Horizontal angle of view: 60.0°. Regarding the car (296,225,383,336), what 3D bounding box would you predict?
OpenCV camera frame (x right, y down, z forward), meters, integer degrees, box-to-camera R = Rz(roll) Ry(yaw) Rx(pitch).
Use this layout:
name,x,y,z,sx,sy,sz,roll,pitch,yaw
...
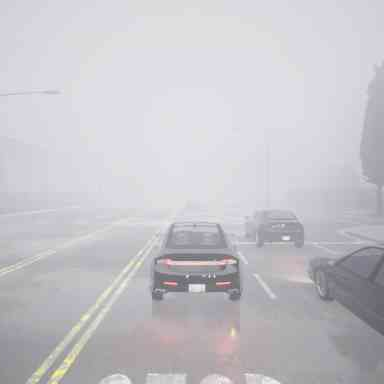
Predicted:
name,x,y,z,sx,sy,sz,roll,pitch,yaw
car,3.588,1.547,5.288,2.033,1.411,5.357,0,0,0

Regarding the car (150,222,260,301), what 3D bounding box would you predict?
name,x,y,z,sx,sy,sz,roll,pitch,yaw
car,0.081,1.492,8.334,2.128,1.511,4.902,0,0,0

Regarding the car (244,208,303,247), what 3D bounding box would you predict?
name,x,y,z,sx,sy,sz,roll,pitch,yaw
car,3.565,1.505,15.035,1.837,1.490,4.892,0,0,0

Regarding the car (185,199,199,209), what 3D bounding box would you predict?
name,x,y,z,sx,sy,sz,roll,pitch,yaw
car,0.001,1.601,44.150,1.895,1.301,4.718,0,0,0
